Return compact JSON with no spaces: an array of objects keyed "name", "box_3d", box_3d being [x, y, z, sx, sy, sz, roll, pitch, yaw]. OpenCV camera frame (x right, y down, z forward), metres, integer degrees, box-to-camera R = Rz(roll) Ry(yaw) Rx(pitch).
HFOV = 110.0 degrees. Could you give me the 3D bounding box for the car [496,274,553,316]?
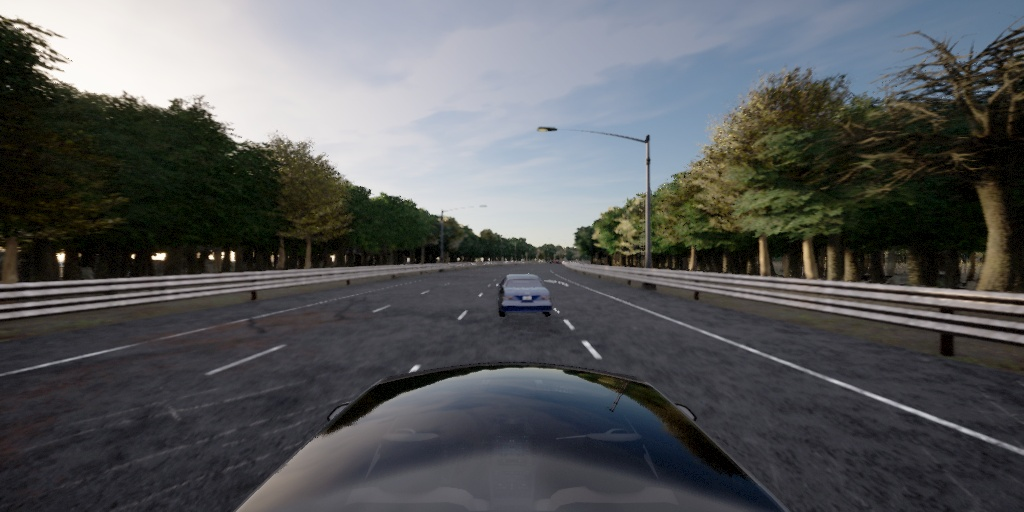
[{"name":"car","box_3d":[0.376,1.418,13.999,2.033,1.411,5.357,0,-1,-3]}]
